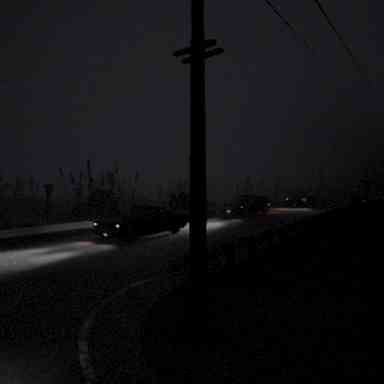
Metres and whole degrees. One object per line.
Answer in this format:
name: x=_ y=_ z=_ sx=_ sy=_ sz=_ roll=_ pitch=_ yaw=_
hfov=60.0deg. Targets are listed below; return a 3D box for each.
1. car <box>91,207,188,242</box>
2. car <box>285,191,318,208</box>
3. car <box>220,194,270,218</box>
car: x=-2.296 y=1.394 z=15.554 sx=1.895 sy=1.301 sz=4.718 roll=0 pitch=2 yaw=37
car: x=10.987 y=0.677 z=33.228 sx=2.097 sy=1.767 sz=4.553 roll=0 pitch=-1 yaw=35
car: x=3.866 y=0.942 z=23.756 sx=2.128 sy=1.511 sz=4.902 roll=0 pitch=2 yaw=37
